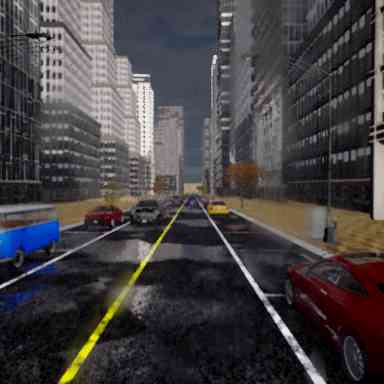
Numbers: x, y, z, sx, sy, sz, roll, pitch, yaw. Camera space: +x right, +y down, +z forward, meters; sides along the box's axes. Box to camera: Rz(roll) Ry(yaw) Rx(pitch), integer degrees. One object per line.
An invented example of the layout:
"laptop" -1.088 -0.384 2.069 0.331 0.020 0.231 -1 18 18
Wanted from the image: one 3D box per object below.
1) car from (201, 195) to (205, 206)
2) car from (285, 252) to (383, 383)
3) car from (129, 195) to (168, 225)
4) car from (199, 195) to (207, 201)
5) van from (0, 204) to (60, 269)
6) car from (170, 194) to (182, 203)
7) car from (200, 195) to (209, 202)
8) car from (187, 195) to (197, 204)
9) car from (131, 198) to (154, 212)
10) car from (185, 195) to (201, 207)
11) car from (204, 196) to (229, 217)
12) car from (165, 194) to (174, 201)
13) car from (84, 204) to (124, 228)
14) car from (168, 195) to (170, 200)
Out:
"car" 2.681 1.372 50.045 1.967 1.590 4.097 -1 0 0
"car" 2.679 1.573 5.046 1.802 1.307 4.206 -1 0 0
"car" -3.094 1.313 23.772 2.097 1.767 4.553 0 0 0
"car" 2.688 1.477 83.795 1.947 1.339 4.313 -1 0 0
"van" -5.705 1.323 10.670 1.690 1.788 3.998 -1 0 0
"car" -3.010 1.264 64.411 2.097 1.767 4.553 0 0 0
"car" 2.686 1.441 72.716 1.752 1.417 4.829 -1 0 0
"car" 0.007 1.425 63.564 1.837 1.490 4.892 0 0 0
"car" -5.698 1.494 38.796 2.008 1.369 4.403 -1 0 0
"car" 0.015 1.458 48.905 1.812 1.442 4.674 0 0 0
"car" 2.353 1.409 31.110 1.801 1.575 5.366 0 0 0
"car" -5.695 1.351 83.796 1.967 1.590 4.097 -1 0 0
"car" -5.700 1.509 21.921 1.887 1.381 4.507 -1 0 0
"car" -5.695 1.474 61.296 2.008 1.369 4.403 -1 0 0
